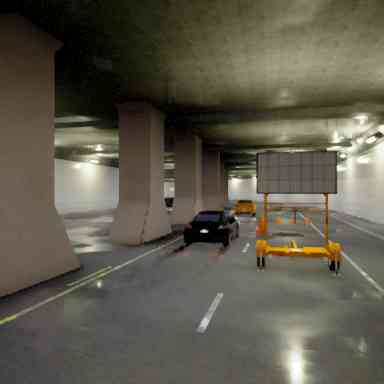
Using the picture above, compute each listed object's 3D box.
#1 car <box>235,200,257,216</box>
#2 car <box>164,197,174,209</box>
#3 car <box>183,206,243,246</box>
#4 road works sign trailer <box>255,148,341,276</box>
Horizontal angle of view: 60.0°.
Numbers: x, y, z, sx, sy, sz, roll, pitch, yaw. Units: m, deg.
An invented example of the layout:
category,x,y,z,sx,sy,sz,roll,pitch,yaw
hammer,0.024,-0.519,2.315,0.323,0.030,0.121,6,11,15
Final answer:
category,x,y,z,sx,sy,sz,roll,pitch,yaw
car,5.331,1.476,32.695,1.882,1.535,5.008,0,0,13
car,-3.338,1.503,45.625,1.837,1.490,4.892,0,0,6
car,1.001,1.563,15.400,1.994,1.385,4.181,0,0,14
road works sign trailer,3.260,0.464,10.509,2.380,3.560,2.880,0,0,14
